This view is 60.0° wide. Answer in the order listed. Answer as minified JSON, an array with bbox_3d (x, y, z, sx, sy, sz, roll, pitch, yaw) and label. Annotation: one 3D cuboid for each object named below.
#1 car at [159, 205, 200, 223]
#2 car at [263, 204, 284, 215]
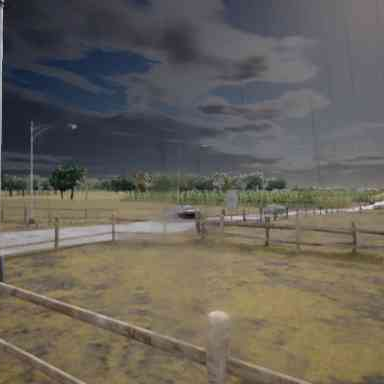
[{"bbox_3d":[-1.036,1.988,30.568,2.128,1.511,4.902,1,-1,35],"label":"car"},{"bbox_3d":[12.114,2.585,49.170,1.837,1.490,4.892,1,-2,35],"label":"car"}]
